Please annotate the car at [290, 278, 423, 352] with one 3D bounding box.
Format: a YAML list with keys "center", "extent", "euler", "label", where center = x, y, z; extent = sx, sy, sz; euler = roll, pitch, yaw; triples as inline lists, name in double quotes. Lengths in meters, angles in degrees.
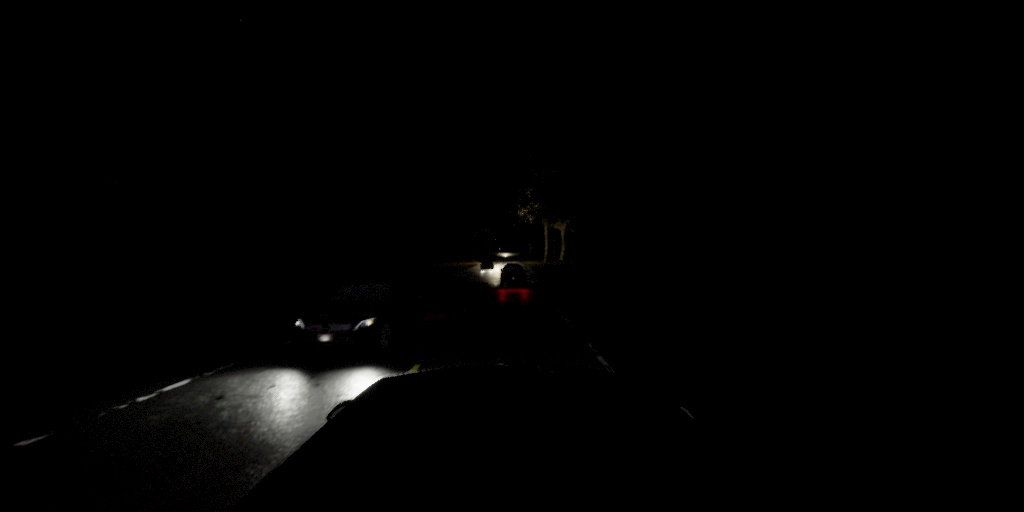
- center: [-3.595, 1.320, 9.226]
  extent: [1.812, 1.442, 4.674]
  euler: [0, 0, 0]
  label: "car"

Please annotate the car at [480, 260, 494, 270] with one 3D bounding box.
- center: [-3.571, 1.338, 52.564]
  extent: [2.033, 1.411, 5.357]
  euler: [0, 1, 1]
  label: "car"

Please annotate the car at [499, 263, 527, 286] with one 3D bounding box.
- center: [0.089, 1.341, 26.317]
  extent: [1.882, 1.535, 5.008]
  euler: [0, 0, 0]
  label: "car"
